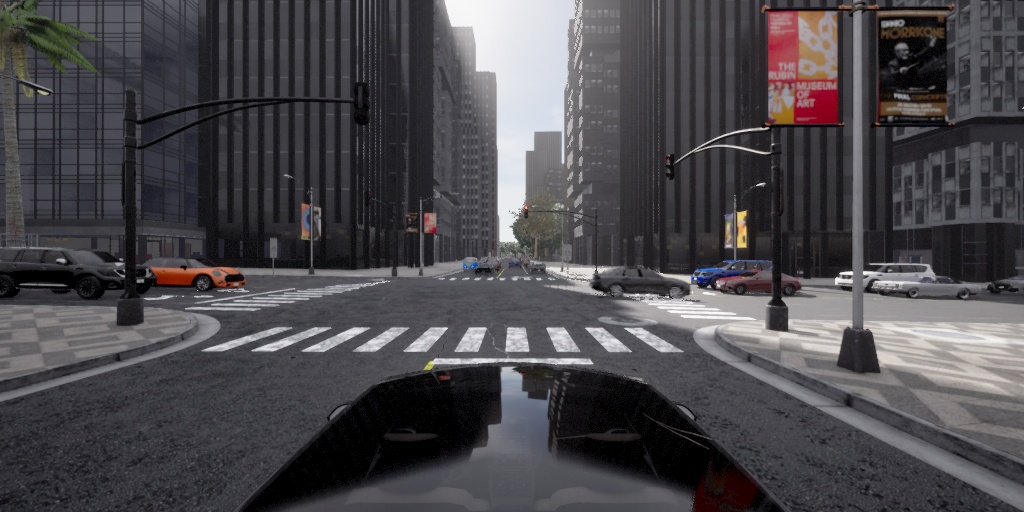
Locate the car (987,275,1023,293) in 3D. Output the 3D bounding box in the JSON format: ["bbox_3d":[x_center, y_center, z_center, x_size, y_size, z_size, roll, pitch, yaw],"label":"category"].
[{"bbox_3d":[35.934,2.020,24.836,4.181,1.385,1.994,1,0,0],"label":"car"}]

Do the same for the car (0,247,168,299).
[{"bbox_3d":[-18.490,0.660,15.104,5.566,2.045,2.150,1,0,-2],"label":"car"}]

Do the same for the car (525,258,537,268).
[{"bbox_3d":[3.056,1.282,47.445,1.751,1.417,4.829,0,0,1],"label":"car"}]

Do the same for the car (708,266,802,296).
[{"bbox_3d":[14.849,1.578,21.689,4.674,1.442,1.812,1,0,0],"label":"car"}]

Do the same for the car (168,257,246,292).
[{"bbox_3d":[-16.403,0.834,18.401,4.553,1.767,2.097,1,0,-1],"label":"car"}]

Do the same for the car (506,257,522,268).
[{"bbox_3d":[0.528,1.114,60.830,2.097,1.767,4.553,0,0,1],"label":"car"}]

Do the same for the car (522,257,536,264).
[{"bbox_3d":[3.167,1.075,58.300,2.192,1.841,5.009,0,0,1],"label":"car"}]

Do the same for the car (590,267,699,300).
[{"bbox_3d":[6.495,1.353,18.285,4.892,1.490,1.837,2,-1,0],"label":"car"}]

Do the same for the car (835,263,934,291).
[{"bbox_3d":[25.893,1.486,24.889,5.566,2.045,2.150,1,0,0],"label":"car"}]

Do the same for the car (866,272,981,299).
[{"bbox_3d":[24.830,1.840,21.645,4.718,1.301,1.895,1,0,0],"label":"car"}]

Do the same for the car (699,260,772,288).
[{"bbox_3d":[15.536,1.292,24.931,5.566,2.045,2.150,1,0,0],"label":"car"}]

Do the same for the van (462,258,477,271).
[{"bbox_3d":[-5.470,1.098,47.360,1.690,1.789,3.998,0,0,1],"label":"van"}]

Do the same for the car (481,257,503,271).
[{"bbox_3d":[-2.776,1.109,49.262,2.097,1.767,4.553,0,0,1],"label":"car"}]

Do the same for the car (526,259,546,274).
[{"bbox_3d":[2.998,1.305,41.762,2.007,1.370,4.403,0,0,1],"label":"car"}]

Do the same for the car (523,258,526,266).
[{"bbox_3d":[3.111,1.309,52.788,2.007,1.370,4.403,0,0,1],"label":"car"}]

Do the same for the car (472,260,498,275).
[{"bbox_3d":[-2.886,1.355,38.979,1.895,1.301,4.718,0,0,1],"label":"car"}]

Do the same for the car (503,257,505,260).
[{"bbox_3d":[-2.666,1.265,59.511,1.837,1.490,4.892,0,0,1],"label":"car"}]
